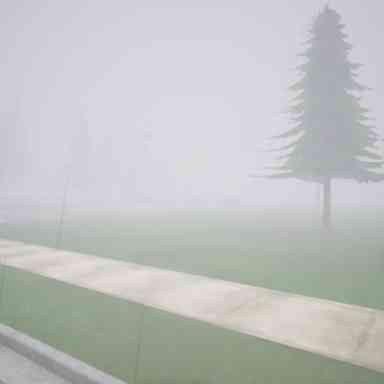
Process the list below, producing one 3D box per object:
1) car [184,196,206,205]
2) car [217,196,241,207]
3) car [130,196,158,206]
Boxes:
[{"bbox_3d":[0.577,1.365,55.339,1.812,1.442,4.674,0,0,37],"label":"car"},{"bbox_3d":[5.667,1.352,50.464,1.882,1.535,5.008,0,0,37],"label":"car"},{"bbox_3d":[-7.224,1.315,50.664,2.128,1.511,4.902,0,0,36],"label":"car"}]
